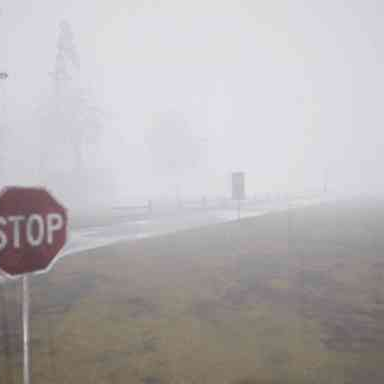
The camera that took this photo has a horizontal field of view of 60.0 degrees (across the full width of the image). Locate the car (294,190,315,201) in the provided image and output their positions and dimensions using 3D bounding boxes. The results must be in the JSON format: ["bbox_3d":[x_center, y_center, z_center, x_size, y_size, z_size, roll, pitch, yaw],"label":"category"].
[{"bbox_3d":[16.338,0.414,48.339,1.882,1.535,5.008,-2,0,36],"label":"car"}]
